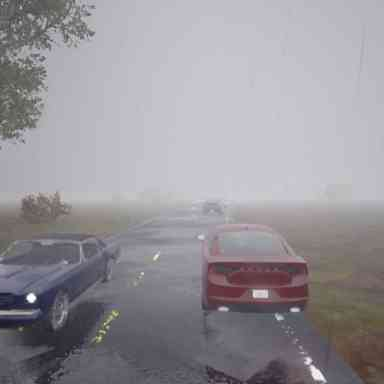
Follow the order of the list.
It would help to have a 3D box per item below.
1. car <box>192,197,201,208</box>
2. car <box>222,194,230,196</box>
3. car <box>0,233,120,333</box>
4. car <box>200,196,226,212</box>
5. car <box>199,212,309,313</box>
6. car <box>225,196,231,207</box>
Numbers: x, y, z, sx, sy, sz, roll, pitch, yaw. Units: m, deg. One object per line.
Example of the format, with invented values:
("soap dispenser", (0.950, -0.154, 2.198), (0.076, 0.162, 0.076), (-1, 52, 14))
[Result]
("car", (1.255, 1.498, 48.789), (1.812, 1.442, 4.674), (0, 0, 10))
("car", (7.869, 1.284, 77.514), (2.097, 1.767, 4.553), (0, 0, 16))
("car", (-2.962, 1.600, 6.926), (1.895, 1.301, 4.718), (0, 0, 2))
("car", (2.219, 1.492, 33.951), (1.837, 1.490, 4.892), (0, 0, 8))
("car", (1.171, 1.477, 7.792), (1.882, 1.535, 5.008), (0, 0, 2))
("car", (3.933, 1.574, 46.430), (1.895, 1.301, 4.718), (0, 0, 11))
